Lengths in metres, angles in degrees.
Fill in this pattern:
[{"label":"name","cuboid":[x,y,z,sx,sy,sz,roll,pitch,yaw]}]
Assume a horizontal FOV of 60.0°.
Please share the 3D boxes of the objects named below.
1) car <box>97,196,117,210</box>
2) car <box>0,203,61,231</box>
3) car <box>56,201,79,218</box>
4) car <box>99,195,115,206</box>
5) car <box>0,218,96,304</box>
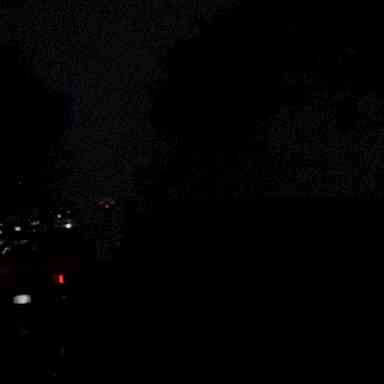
[{"label":"car","cuboid":[-9.694,1.291,38.133,1.812,1.442,4.674,-1,1,-13]},{"label":"car","cuboid":[-8.474,1.512,17.382,1.994,1.385,4.181,-1,1,-11]},{"label":"car","cuboid":[-10.631,1.429,27.857,2.033,1.411,5.357,-1,1,-12]},{"label":"car","cuboid":[-12.334,1.234,48.125,2.033,1.411,5.357,-1,1,-16]},{"label":"car","cuboid":[-3.389,1.560,7.951,1.895,1.301,4.718,-1,1,-12]}]
